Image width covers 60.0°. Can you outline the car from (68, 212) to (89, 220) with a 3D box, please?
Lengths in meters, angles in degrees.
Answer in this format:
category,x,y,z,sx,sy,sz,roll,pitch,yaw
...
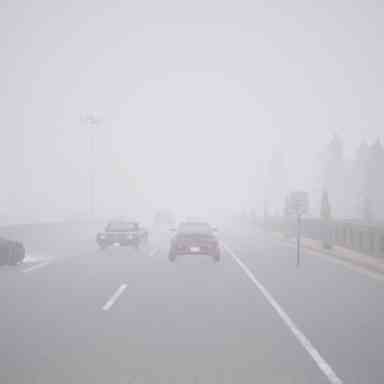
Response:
category,x,y,z,sx,sy,sz,roll,pitch,yaw
car,-17.500,3.837,51.411,1.882,1.535,5.008,0,-4,0

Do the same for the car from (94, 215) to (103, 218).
category,x,y,z,sx,sy,sz,roll,pitch,yaw
car,-13.998,4.260,51.582,1.812,1.442,4.674,0,-3,0

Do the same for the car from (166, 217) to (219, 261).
category,x,y,z,sx,sy,sz,roll,pitch,yaw
car,0.101,1.930,13.803,1.812,1.442,4.674,0,-3,0

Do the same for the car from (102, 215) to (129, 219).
category,x,y,z,sx,sy,sz,roll,pitch,yaw
car,-6.900,3.040,32.316,1.837,1.490,4.892,0,-4,0

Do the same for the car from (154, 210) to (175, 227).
category,x,y,z,sx,sy,sz,roll,pitch,yaw
car,-3.400,3.311,41.379,2.150,2.045,5.566,0,-4,0

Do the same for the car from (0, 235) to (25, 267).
category,x,y,z,sx,sy,sz,roll,pitch,yaw
car,-6.899,1.790,10.090,1.994,1.385,4.181,0,-2,0

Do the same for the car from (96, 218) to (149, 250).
category,x,y,z,sx,sy,sz,roll,pitch,yaw
car,-3.399,2.208,17.239,1.895,1.301,4.718,0,-4,0
